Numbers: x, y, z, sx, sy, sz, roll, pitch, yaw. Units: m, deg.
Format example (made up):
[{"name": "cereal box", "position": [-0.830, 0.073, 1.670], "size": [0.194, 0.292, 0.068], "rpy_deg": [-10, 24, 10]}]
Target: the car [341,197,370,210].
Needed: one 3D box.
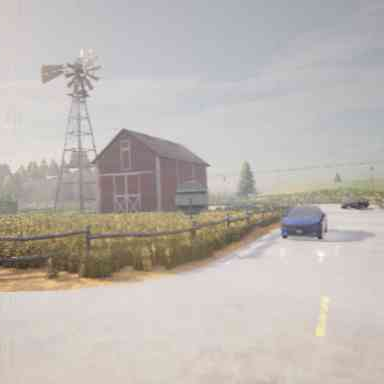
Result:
[{"name": "car", "position": [19.250, 1.321, 39.035], "size": [2.033, 1.411, 5.357], "rpy_deg": [-2, -1, 42]}]

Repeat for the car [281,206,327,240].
[{"name": "car", "position": [5.917, 1.497, 17.330], "size": [1.882, 1.535, 5.008], "rpy_deg": [-2, -1, 26]}]
